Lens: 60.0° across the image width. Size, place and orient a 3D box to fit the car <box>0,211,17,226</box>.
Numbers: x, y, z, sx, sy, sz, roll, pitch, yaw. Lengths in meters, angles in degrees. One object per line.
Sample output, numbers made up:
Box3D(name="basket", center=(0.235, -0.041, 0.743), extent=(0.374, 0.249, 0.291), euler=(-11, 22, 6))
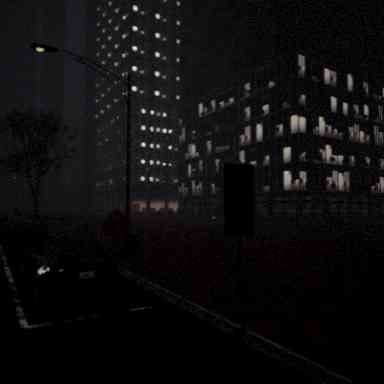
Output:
Box3D(name="car", center=(-12.030, 2.257, 22.966), extent=(2.008, 1.369, 4.403), euler=(3, -3, -31))

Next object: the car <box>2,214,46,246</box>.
Box3D(name="car", center=(-9.114, 2.104, 18.222), extent=(1.887, 1.381, 4.507), euler=(3, -3, -31))

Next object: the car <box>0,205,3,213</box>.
Box3D(name="car", center=(-41.177, 3.628, 70.407), extent=(1.967, 1.590, 4.097), euler=(3, -3, -31))

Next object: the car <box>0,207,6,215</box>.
Box3D(name="car", center=(-35.349, 3.441, 60.915), extent=(2.008, 1.369, 4.403), euler=(3, -3, -31))

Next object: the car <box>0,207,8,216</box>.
Box3D(name="car", center=(-32.435, 3.292, 56.172), extent=(2.008, 1.369, 4.403), euler=(3, -3, -31))

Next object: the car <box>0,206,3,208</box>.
Box3D(name="car", center=(-23.779, 2.826, 42.087), extent=(1.752, 1.417, 4.829), euler=(3, -3, -31))

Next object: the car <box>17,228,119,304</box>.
Box3D(name="car", center=(-3.286, 1.833, 8.735), extent=(1.947, 1.339, 4.313), euler=(3, -3, -31))

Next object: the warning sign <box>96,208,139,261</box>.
Box3D(name="warning sign", center=(-2.825, 1.530, 12.501), extent=(1.300, 1.860, 1.060), euler=(1, -3, -32))

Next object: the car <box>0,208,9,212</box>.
Box3D(name="car", center=(-17.860, 2.552, 32.454), extent=(2.008, 1.369, 4.403), euler=(3, -3, -31))
